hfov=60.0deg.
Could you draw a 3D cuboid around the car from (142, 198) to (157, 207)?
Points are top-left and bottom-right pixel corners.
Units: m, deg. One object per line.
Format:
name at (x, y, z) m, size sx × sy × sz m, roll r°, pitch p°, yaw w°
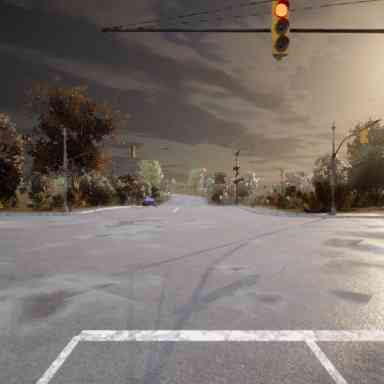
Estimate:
car at (-6.999, 1.715, 54.997) m, size 1.882 × 1.535 × 5.008 m, roll 0°, pitch -2°, yaw 0°
